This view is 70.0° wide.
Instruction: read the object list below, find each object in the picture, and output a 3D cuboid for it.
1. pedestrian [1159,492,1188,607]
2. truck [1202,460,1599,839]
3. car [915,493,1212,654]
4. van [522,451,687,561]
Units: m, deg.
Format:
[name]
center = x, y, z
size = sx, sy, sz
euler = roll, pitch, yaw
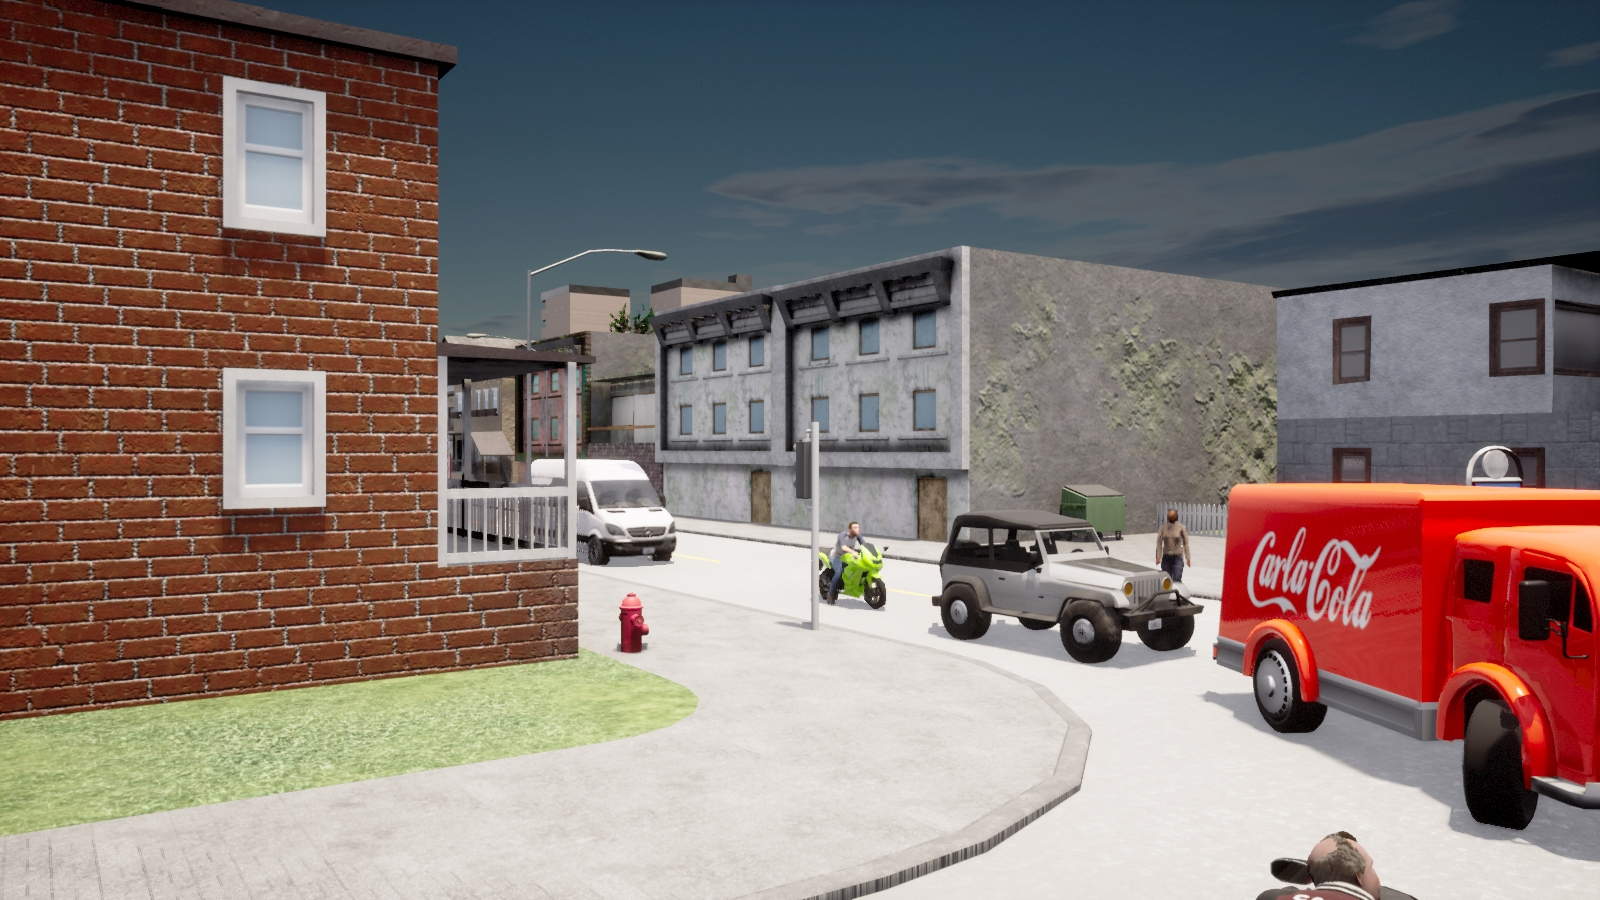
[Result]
[pedestrian]
center = 6.189, 1.628, 18.937
size = 0.375, 1.860, 0.375
euler = 0, 0, 35
[truck]
center = 6.068, 1.349, 10.313
size = 2.627, 2.467, 5.204
euler = 0, 0, -6
[car]
center = 3.680, 1.637, 16.521
size = 1.905, 1.878, 3.866
euler = 0, 0, -36
[van]
center = -5.232, 1.314, 29.721
size = 1.988, 2.561, 5.915
euler = 0, 0, -34
